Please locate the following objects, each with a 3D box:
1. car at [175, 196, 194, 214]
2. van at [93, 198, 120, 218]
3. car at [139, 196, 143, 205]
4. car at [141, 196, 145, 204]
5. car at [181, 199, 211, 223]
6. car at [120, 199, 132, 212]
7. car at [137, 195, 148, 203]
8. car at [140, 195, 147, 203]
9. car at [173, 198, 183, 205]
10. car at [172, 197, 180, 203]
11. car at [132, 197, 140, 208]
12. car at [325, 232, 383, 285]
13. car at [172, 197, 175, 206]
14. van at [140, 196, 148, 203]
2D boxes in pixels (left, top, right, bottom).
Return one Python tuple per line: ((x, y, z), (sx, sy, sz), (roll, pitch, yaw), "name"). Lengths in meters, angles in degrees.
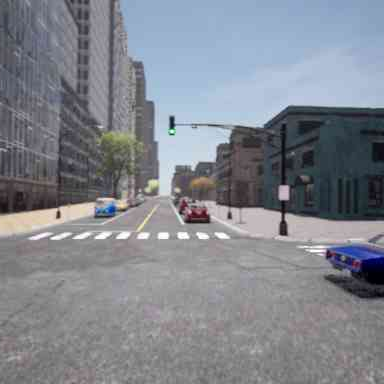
((-0.501, 1.594, 38.694), (2.192, 1.841, 5.009), (2, 0, -4), "car")
((-8.409, 1.503, 32.343), (1.690, 1.788, 3.998), (2, 0, -4), "van")
((-10.634, 1.913, 60.624), (1.947, 1.339, 4.313), (2, 0, -4), "car")
((-11.078, 1.949, 66.280), (1.947, 1.339, 4.313), (2, 0, -4), "car")
((0.383, 1.645, 27.380), (1.967, 1.590, 4.097), (2, 0, -4), "car")
((-9.288, 1.760, 43.485), (1.752, 1.417, 4.829), (2, 0, -4), "car")
((-12.402, 1.809, 83.252), (2.192, 1.841, 5.009), (2, 0, -4), "car")
((-11.965, 2.008, 77.594), (2.008, 1.369, 4.403), (2, 0, -4), "car")
((-3.171, 2.066, 72.631), (1.947, 1.339, 4.313), (2, 0, -4), "car")
((-4.055, 2.014, 83.944), (1.967, 1.590, 4.097), (2, 0, -4), "car")
((-10.190, 1.892, 54.967), (1.802, 1.307, 4.206), (2, 0, -4), "car")
((6.026, 1.658, 8.379), (4.718, 1.301, 1.895), (-1, -1, -4), "car")
((-2.276, 1.742, 61.320), (2.192, 1.841, 5.009), (2, 0, -4), "car")
((-12.847, 1.872, 88.908), (1.690, 1.788, 3.998), (2, 0, -4), "van")
